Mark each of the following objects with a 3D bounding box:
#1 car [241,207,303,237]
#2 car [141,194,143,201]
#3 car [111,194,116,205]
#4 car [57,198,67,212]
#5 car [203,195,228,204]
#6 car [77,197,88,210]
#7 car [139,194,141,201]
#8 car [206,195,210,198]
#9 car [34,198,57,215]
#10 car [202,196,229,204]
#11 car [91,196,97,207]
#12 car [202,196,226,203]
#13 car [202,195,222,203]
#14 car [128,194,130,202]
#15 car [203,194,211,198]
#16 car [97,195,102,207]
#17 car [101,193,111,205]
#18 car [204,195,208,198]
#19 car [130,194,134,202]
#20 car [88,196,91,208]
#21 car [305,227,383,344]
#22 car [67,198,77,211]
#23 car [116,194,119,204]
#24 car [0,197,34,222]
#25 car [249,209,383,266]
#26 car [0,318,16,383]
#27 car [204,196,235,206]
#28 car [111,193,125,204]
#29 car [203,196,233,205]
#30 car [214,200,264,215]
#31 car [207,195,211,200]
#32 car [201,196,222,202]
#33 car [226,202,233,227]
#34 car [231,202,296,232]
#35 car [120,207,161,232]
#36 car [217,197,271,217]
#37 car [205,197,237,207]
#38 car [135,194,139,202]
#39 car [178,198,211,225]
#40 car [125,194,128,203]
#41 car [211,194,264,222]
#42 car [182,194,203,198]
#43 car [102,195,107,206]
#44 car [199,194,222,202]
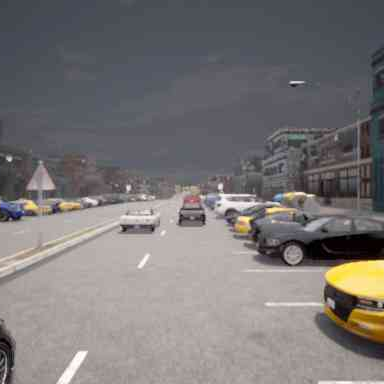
[{"bbox_3d":[4.678,1.497,13.586,4.792,1.488,2.163,0,0,0],"label":"car"},{"bbox_3d":[-15.961,1.448,83.352,5.566,2.045,2.435,0,-1,0],"label":"car"},{"bbox_3d":[-15.856,1.510,55.784,5.008,1.535,2.097,0,0,0],"label":"car"},{"bbox_3d":[-15.781,1.489,33.722,4.792,1.488,2.163,0,0,0],"label":"car"},{"bbox_3d":[4.484,1.421,63.725,4.553,1.767,2.185,0,0,0],"label":"car"},{"bbox_3d":[-15.599,1.462,39.243,5.366,1.575,1.946,0,0,0],"label":"car"},{"bbox_3d":[-15.948,1.414,80.595,5.566,2.045,2.435,0,-1,0],"label":"car"},{"bbox_3d":[4.562,1.521,44.279,4.674,1.452,2.002,0,0,0],"label":"car"},{"bbox_3d":[-15.919,1.455,30.963,5.366,1.575,1.946,0,0,0],"label":"car"},{"bbox_3d":[4.690,1.555,66.387,5.366,1.575,1.946,0,0,0],"label":"car"},{"bbox_3d":[-15.780,1.504,44.755,4.792,1.488,2.163,0,0,0],"label":"car"},{"bbox_3d":[4.503,1.573,69.166,4.892,1.521,2.231,0,0,0],"label":"car"},{"bbox_3d":[4.450,1.477,74.847,4.553,1.767,2.185,0,0,0],"label":"car"},{"bbox_3d":[-15.956,1.453,69.570,4.553,1.767,2.185,0,0,0],"label":"car"},{"bbox_3d":[4.544,1.494,49.713,5.008,1.535,2.097,0,0,0],"label":"car"},{"bbox_3d":[-15.820,1.522,47.476,4.674,1.452,2.002,0,0,0],"label":"car"},{"bbox_3d":[-15.817,1.374,53.028,4.553,1.767,2.185,0,0,0],"label":"car"},{"bbox_3d":[4.564,1.488,46.933,4.892,1.521,2.231,0,0,0],"label":"car"},{"bbox_3d":[-15.933,1.593,72.327,5.008,1.535,2.097,0,0,0],"label":"car"},{"bbox_3d":[-15.767,1.499,41.999,4.792,1.488,2.163,0,0,0],"label":"car"},{"bbox_3d":[4.688,1.476,5.255,5.008,1.535,2.097,0,0,0],"label":"car"},{"bbox_3d":[-15.956,1.458,36.478,5.366,1.575,1.946,0,0,0],"label":"car"},{"bbox_3d":[-15.845,1.551,58.540,4.792,1.488,2.163,0,0,0],"label":"car"},{"bbox_3d":[-15.669,1.209,25.452,5.566,2.045,2.435,0,0,0],"label":"car"},{"bbox_3d":[4.662,1.470,10.931,5.008,1.535,2.097,0,0,0],"label":"car"},{"bbox_3d":[-2.908,1.524,1.855,1.812,1.442,4.674,0,0,0],"label":"car"},{"bbox_3d":[4.528,1.514,55.395,4.892,1.521,2.231,0,0,0],"label":"car"},{"bbox_3d":[-15.915,1.284,61.299,5.566,2.045,2.435,0,0,0],"label":"car"},{"bbox_3d":[4.532,1.523,58.175,5.008,1.535,2.097,0,0,0],"label":"car"},{"bbox_3d":[4.593,1.503,33.164,4.674,1.452,2.002,0,0,0],"label":"car"},{"bbox_3d":[4.587,1.471,38.721,4.892,1.521,2.231,0,0,0],"label":"car"},{"bbox_3d":[4.472,1.663,77.624,4.674,1.452,2.002,0,0,0],"label":"car"},{"bbox_3d":[4.604,1.492,19.144,4.792,1.488,2.163,0,0,0],"label":"car"},{"bbox_3d":[4.827,1.461,16.365,5.366,1.575,1.946,0,0,0],"label":"car"},{"bbox_3d":[-2.979,1.582,20.173,1.895,1.301,4.718,0,0,0],"label":"car"},{"bbox_3d":[4.635,1.335,30.295,4.553,1.767,2.185,0,0,0],"label":"car"},{"bbox_3d":[4.571,1.532,52.617,4.792,1.488,2.163,0,0,0],"label":"car"},{"bbox_3d":[-15.778,1.631,77.841,5.366,1.575,1.946,0,0,0],"label":"car"},{"bbox_3d":[0.010,1.471,24.199,2.128,1.511,4.902,0,0,0],"label":"car"},{"bbox_3d":[-15.942,1.593,66.812,4.792,1.488,2.163,0,0,0],"label":"car"},{"bbox_3d":[4.639,1.208,27.482,5.566,2.045,2.435,0,0,0],"label":"car"},{"bbox_3d":[-0.037,1.218,42.314,2.150,2.045,5.566,0,0,0],"label":"car"},{"bbox_3d":[-15.865,1.519,50.270,4.792,1.488,2.163,0,0,0],"label":"car"},{"bbox_3d":[4.437,1.399,80.402,5.566,2.045,2.435,0,-1,0],"label":"car"}]
